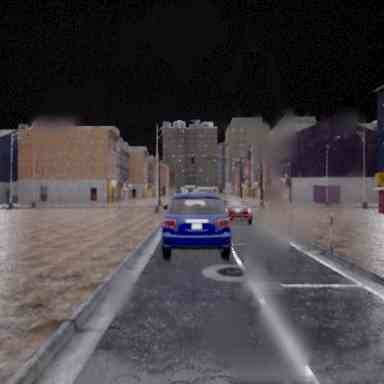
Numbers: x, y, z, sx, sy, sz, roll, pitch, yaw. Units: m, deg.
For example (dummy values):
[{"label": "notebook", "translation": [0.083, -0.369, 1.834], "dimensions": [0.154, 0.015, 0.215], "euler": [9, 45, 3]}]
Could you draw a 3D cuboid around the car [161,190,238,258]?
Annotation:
[{"label": "car", "translation": [0.112, 1.049, 12.119], "dimensions": [2.150, 2.045, 5.566], "euler": [0, 1, -1]}]

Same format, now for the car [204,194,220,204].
[{"label": "car", "translation": [2.861, 0.980, 48.572], "dimensions": [1.947, 1.339, 4.313], "euler": [1, 0, 0]}]

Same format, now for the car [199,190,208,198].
[{"label": "car", "translation": [3.024, 0.501, 86.633], "dimensions": [2.192, 1.841, 5.009], "euler": [1, 0, 0]}]

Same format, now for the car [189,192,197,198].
[{"label": "car", "translation": [0.332, 0.712, 78.683], "dimensions": [1.837, 1.490, 4.892], "euler": [0, 0, 0]}]

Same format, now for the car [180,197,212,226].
[{"label": "car", "translation": [0.190, 1.180, 22.020], "dimensions": [1.882, 1.535, 5.008], "euler": [0, 1, -1]}]

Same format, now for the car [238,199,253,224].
[{"label": "car", "translation": [2.754, 1.145, 21.825], "dimensions": [1.967, 1.590, 4.097], "euler": [2, 1, 0]}]

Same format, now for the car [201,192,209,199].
[{"label": "car", "translation": [2.975, 0.759, 75.928], "dimensions": [1.752, 1.417, 4.829], "euler": [1, 0, 0]}]

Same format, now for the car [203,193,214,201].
[{"label": "car", "translation": [2.908, 0.853, 59.615], "dimensions": [1.752, 1.417, 4.829], "euler": [1, 0, 0]}]
